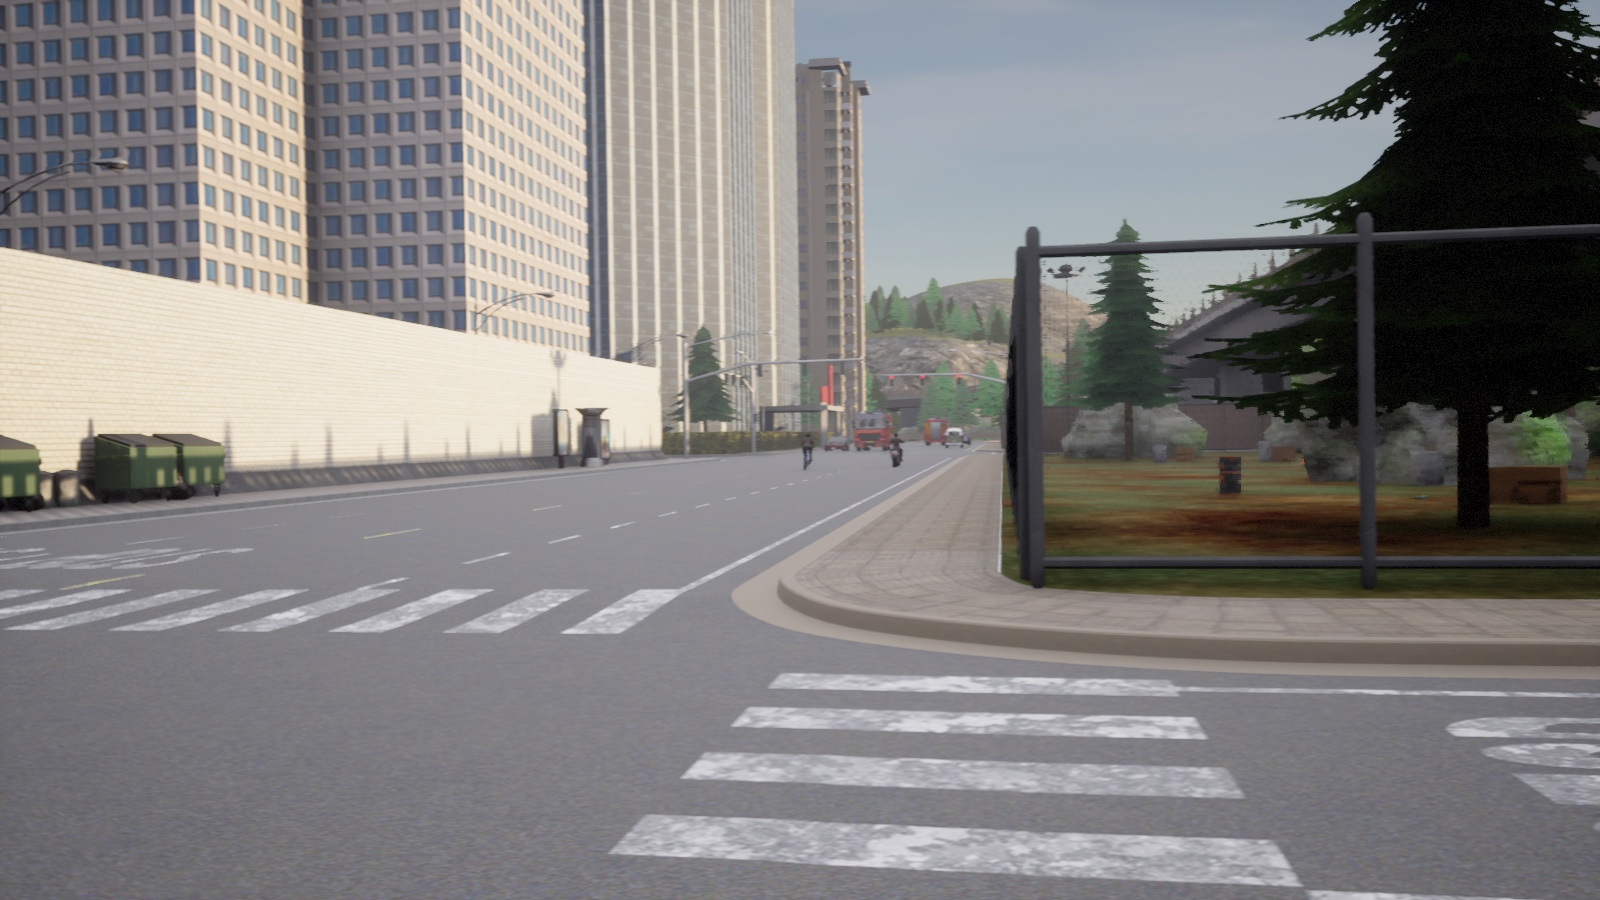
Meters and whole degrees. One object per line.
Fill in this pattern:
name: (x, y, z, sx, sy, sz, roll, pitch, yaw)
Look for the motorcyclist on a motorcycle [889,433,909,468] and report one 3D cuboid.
motorcyclist on a motorcycle: (4.677, 0.012, 59.219, 0.766, 1.649, 2.350, 0, 0, 9)
